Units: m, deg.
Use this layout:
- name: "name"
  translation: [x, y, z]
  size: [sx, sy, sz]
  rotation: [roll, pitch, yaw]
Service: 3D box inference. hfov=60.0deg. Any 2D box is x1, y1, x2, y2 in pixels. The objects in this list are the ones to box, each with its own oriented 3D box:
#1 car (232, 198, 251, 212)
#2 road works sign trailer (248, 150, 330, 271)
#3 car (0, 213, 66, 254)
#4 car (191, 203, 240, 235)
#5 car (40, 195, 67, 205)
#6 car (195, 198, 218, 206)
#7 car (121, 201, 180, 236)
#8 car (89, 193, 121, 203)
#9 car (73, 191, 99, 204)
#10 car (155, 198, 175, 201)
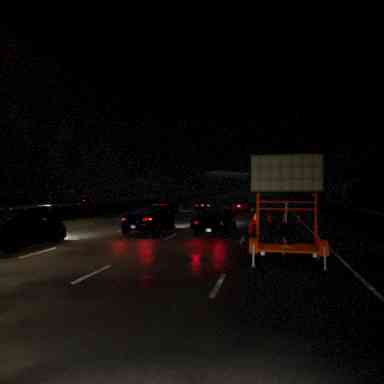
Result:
- name: "car"
  translation: [5.095, 1.333, 34.774]
  size: [1.994, 1.385, 4.181]
  rotation: [0, 1, 13]
- name: "road works sign trailer"
  translation: [3.102, 0.439, 10.968]
  size: [2.380, 3.560, 2.880]
  rotation: [0, 0, 13]
- name: "car"
  translation: [-6.981, 1.531, 13.478]
  size: [1.994, 1.385, 4.181]
  rotation: [0, 0, 13]
- name: "car"
  translation: [1.330, 1.537, 18.388]
  size: [1.895, 1.301, 4.718]
  rotation: [0, 0, 13]
- name: "car"
  translation: [-20.496, 1.193, 49.296]
  size: [1.994, 1.385, 4.181]
  rotation: [0, 1, 13]
- name: "car"
  translation: [1.572, 1.322, 35.065]
  size: [2.033, 1.411, 5.357]
  rotation: [0, 1, 13]
- name: "car"
  translation: [-2.301, 1.465, 18.215]
  size: [1.812, 1.442, 4.674]
  rotation: [0, 0, 13]
- name: "car"
  translation: [-11.013, 1.181, 43.703]
  size: [2.128, 1.511, 4.902]
  rotation: [0, 1, 13]
- name: "car"
  translation: [-16.281, 0.797, 52.004]
  size: [2.150, 2.045, 5.566]
  rotation: [0, 1, 13]
- name: "car"
  translation: [-2.541, 1.314, 32.795]
  size: [1.837, 1.490, 4.892]
  rotation: [0, 1, 13]
